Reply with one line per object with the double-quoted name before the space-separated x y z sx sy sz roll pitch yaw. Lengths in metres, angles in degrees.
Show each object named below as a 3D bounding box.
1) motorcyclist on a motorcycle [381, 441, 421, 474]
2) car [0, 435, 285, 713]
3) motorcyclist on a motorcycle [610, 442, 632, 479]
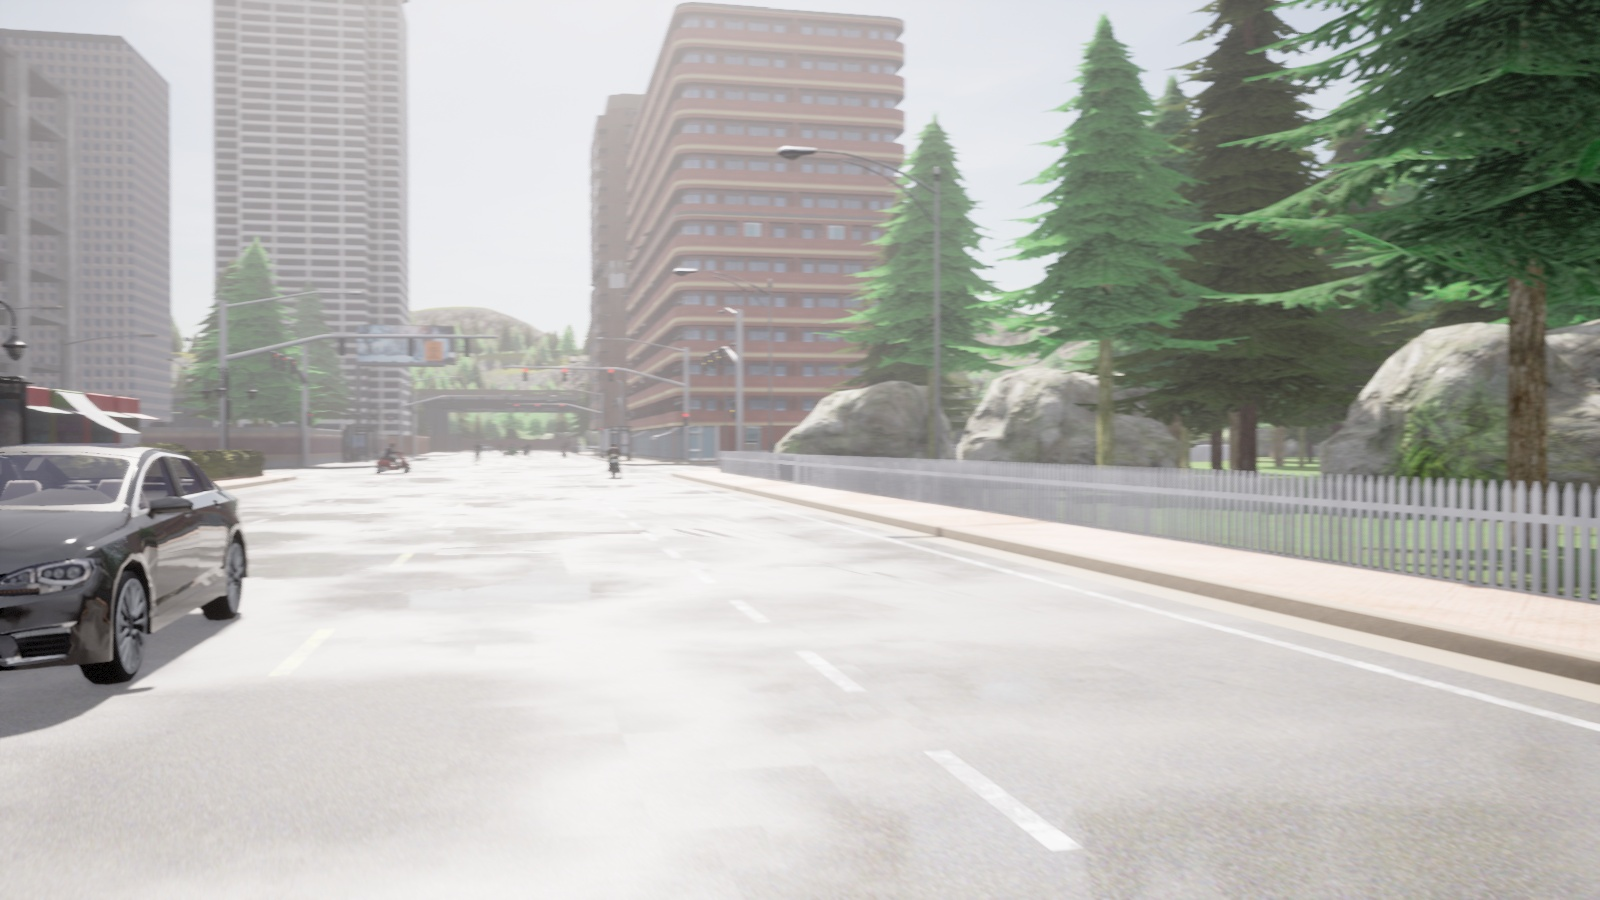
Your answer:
"motorcyclist on a motorcycle" -19.769 0.363 62.292 1.817 1.590 0.866 0 0 -12
"car" -5.334 0.661 9.094 2.128 1.511 4.902 0 0 -12
"motorcyclist on a motorcycle" -7.703 0.435 53.891 0.797 1.523 2.044 0 0 -12
